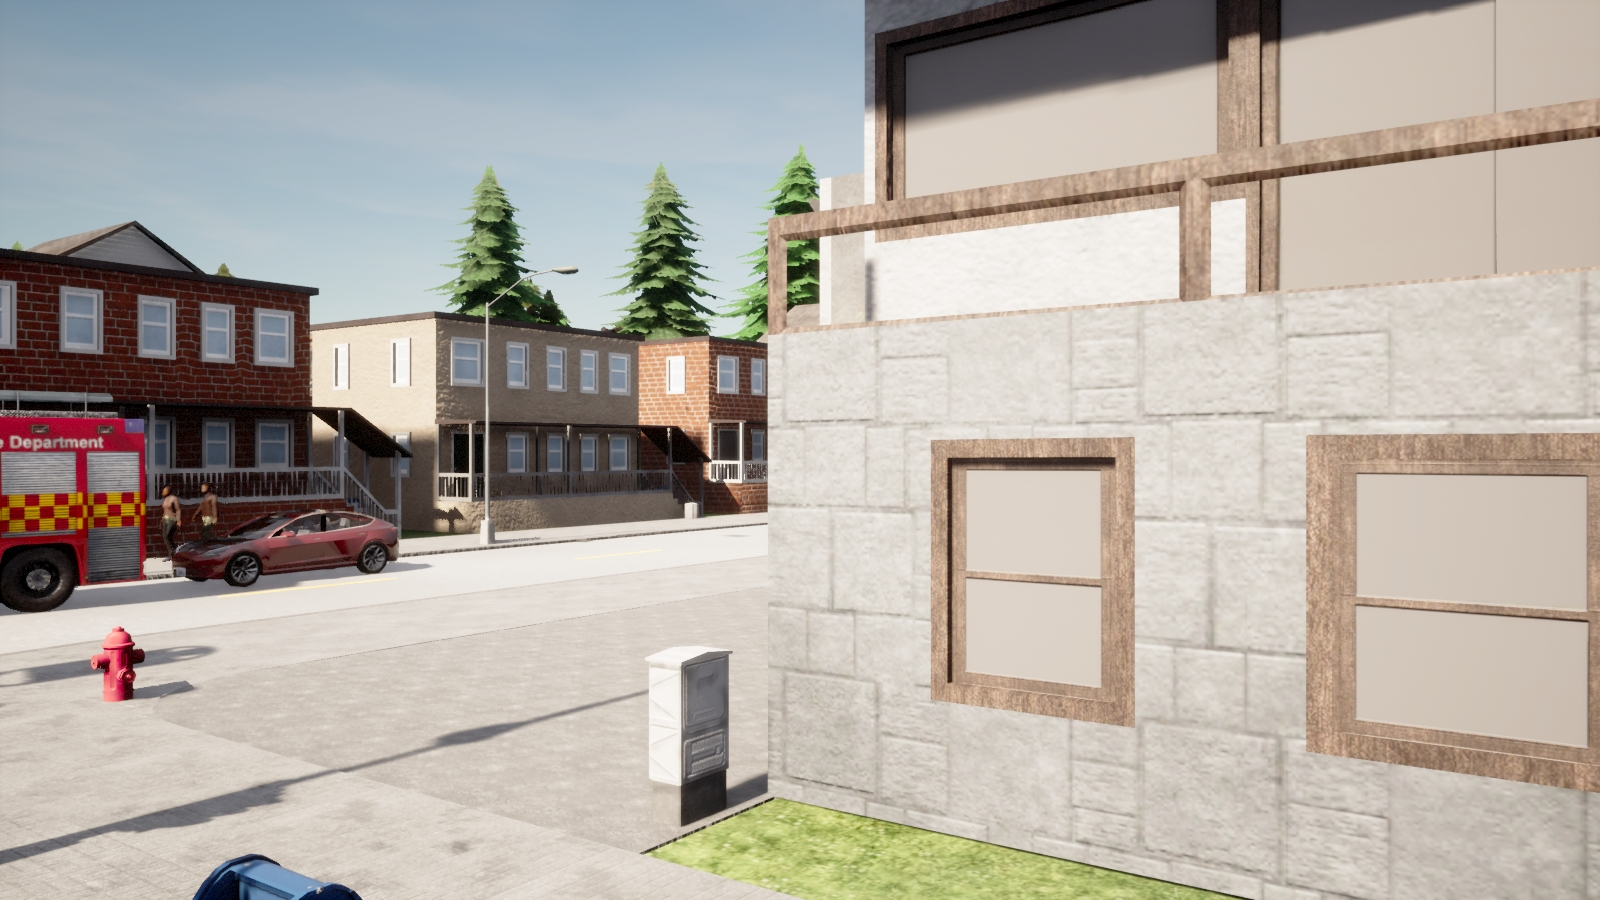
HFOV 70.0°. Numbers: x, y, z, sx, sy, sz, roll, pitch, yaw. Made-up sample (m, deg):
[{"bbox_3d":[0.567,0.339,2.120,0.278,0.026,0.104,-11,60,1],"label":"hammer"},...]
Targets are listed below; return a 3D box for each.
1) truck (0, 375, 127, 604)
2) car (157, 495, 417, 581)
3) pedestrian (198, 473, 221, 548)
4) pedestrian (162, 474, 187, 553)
[{"bbox_3d":[-15.986,0.669,18.314,2.891,3.827,8.468,0,0,41],"label":"truck"},{"bbox_3d":[-11.156,1.843,25.195,2.163,1.488,4.792,0,0,35],"label":"car"},{"bbox_3d":[-14.916,1.516,28.875,0.375,1.860,0.375,0,0,34],"label":"pedestrian"},{"bbox_3d":[-15.055,1.516,27.497,0.375,1.860,0.375,0,0,26],"label":"pedestrian"}]
